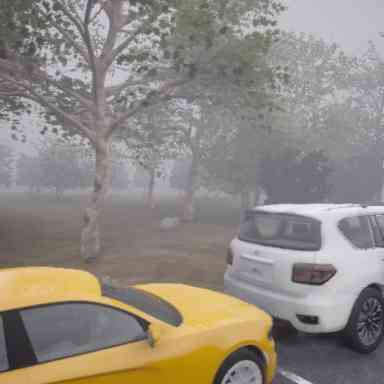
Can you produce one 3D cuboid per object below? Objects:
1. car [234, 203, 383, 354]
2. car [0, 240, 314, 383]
[{"bbox_3d":[3.181,1.233,6.327,5.566,2.045,2.435,0,0,-33],"label":"car"},{"bbox_3d":[-1.382,1.480,3.072,5.008,1.535,2.097,0,0,-33],"label":"car"}]
